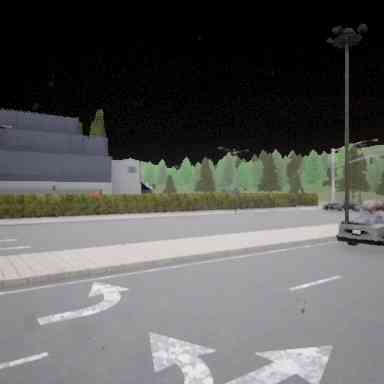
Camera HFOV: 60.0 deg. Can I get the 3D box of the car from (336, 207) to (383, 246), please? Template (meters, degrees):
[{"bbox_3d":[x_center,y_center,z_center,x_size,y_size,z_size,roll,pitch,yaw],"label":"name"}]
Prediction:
[{"bbox_3d":[8.272,1.560,14.071,5.357,1.411,2.033,0,0,-36],"label":"car"}]

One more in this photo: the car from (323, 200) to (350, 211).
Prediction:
[{"bbox_3d":[17.746,1.599,39.430,5.357,1.411,2.033,0,0,-36],"label":"car"}]

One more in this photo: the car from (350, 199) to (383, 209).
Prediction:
[{"bbox_3d":[19.797,1.557,36.594,4.674,1.442,1.812,0,0,-36],"label":"car"}]
